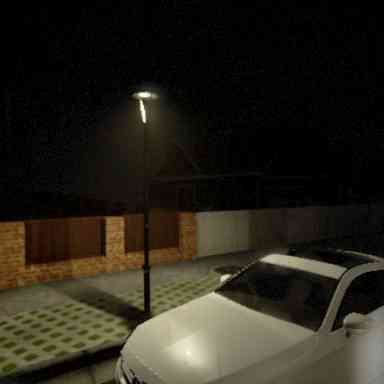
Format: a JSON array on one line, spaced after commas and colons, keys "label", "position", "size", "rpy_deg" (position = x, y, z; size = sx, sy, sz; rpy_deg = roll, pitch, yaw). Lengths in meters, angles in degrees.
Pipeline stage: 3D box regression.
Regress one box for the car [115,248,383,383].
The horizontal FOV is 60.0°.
[{"label": "car", "position": [1.426, 1.501, 4.034], "size": [4.674, 1.442, 1.812], "rpy_deg": [0, 0, -35]}]
